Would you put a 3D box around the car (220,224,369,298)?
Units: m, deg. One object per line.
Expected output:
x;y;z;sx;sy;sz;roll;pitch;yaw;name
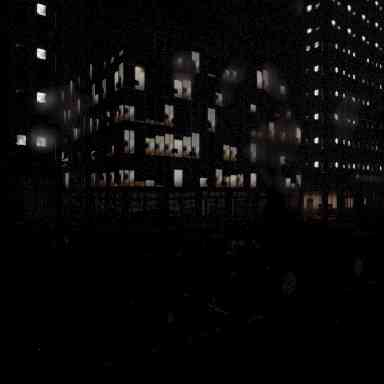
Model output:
2.741;1.545;8.504;4.507;1.381;1.887;0;0;-35;car
